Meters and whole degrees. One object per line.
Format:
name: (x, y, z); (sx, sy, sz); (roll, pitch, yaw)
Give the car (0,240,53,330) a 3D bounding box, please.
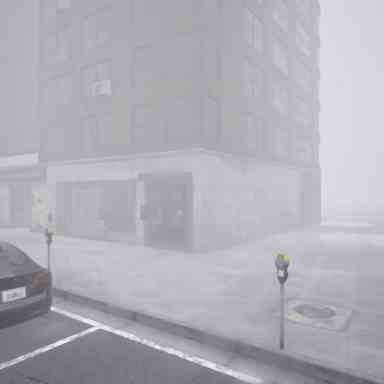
car: (-4.338, 1.565, 6.181); (4.313, 1.339, 1.947); (0, 0, 36)
